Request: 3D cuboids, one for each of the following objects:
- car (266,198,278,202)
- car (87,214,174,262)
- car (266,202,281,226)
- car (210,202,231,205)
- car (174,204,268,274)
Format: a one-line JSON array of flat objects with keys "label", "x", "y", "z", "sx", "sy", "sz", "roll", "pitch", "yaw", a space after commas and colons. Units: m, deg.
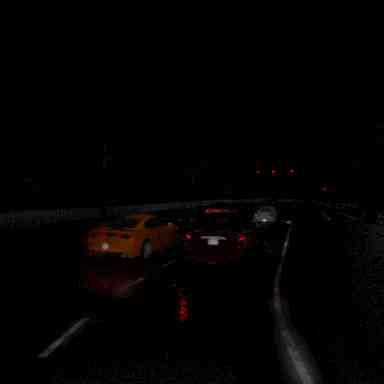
[{"label": "car", "x": 21.994, "y": 2.516, "z": 91.390, "sx": 1.812, "sy": 1.442, "sz": 4.674, "roll": 0, "pitch": -1, "yaw": 37}, {"label": "car", "x": -1.967, "y": 1.578, "z": 12.828, "sx": 1.882, "sy": 1.535, "sz": 5.008, "roll": 0, "pitch": 0, "yaw": 18}, {"label": "car", "x": 5.888, "y": 1.805, "z": 25.947, "sx": 1.812, "sy": 1.442, "sz": 4.674, "roll": 0, "pitch": 0, "yaw": 18}, {"label": "car", "x": 2.464, "y": 1.610, "z": 26.737, "sx": 2.097, "sy": 1.767, "sz": 4.553, "roll": 0, "pitch": -1, "yaw": 18}, {"label": "car", "x": 1.243, "y": 1.463, "z": 11.385, "sx": 2.097, "sy": 1.767, "sz": 4.553, "roll": 0, "pitch": -1, "yaw": 18}]
